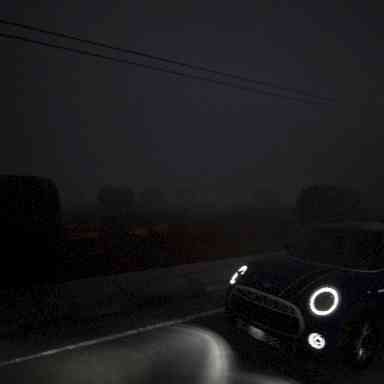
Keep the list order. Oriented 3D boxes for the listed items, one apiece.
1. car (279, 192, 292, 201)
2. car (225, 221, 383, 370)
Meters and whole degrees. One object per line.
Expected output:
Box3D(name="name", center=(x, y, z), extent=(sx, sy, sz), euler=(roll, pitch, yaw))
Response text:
Box3D(name="car", center=(19.678, 1.067, 71.910), extent=(3.866, 1.878, 1.905), euler=(-2, 5, 13))
Box3D(name="car", center=(2.767, 1.347, 5.802), extent=(4.553, 1.767, 2.097), euler=(0, 0, -33))
